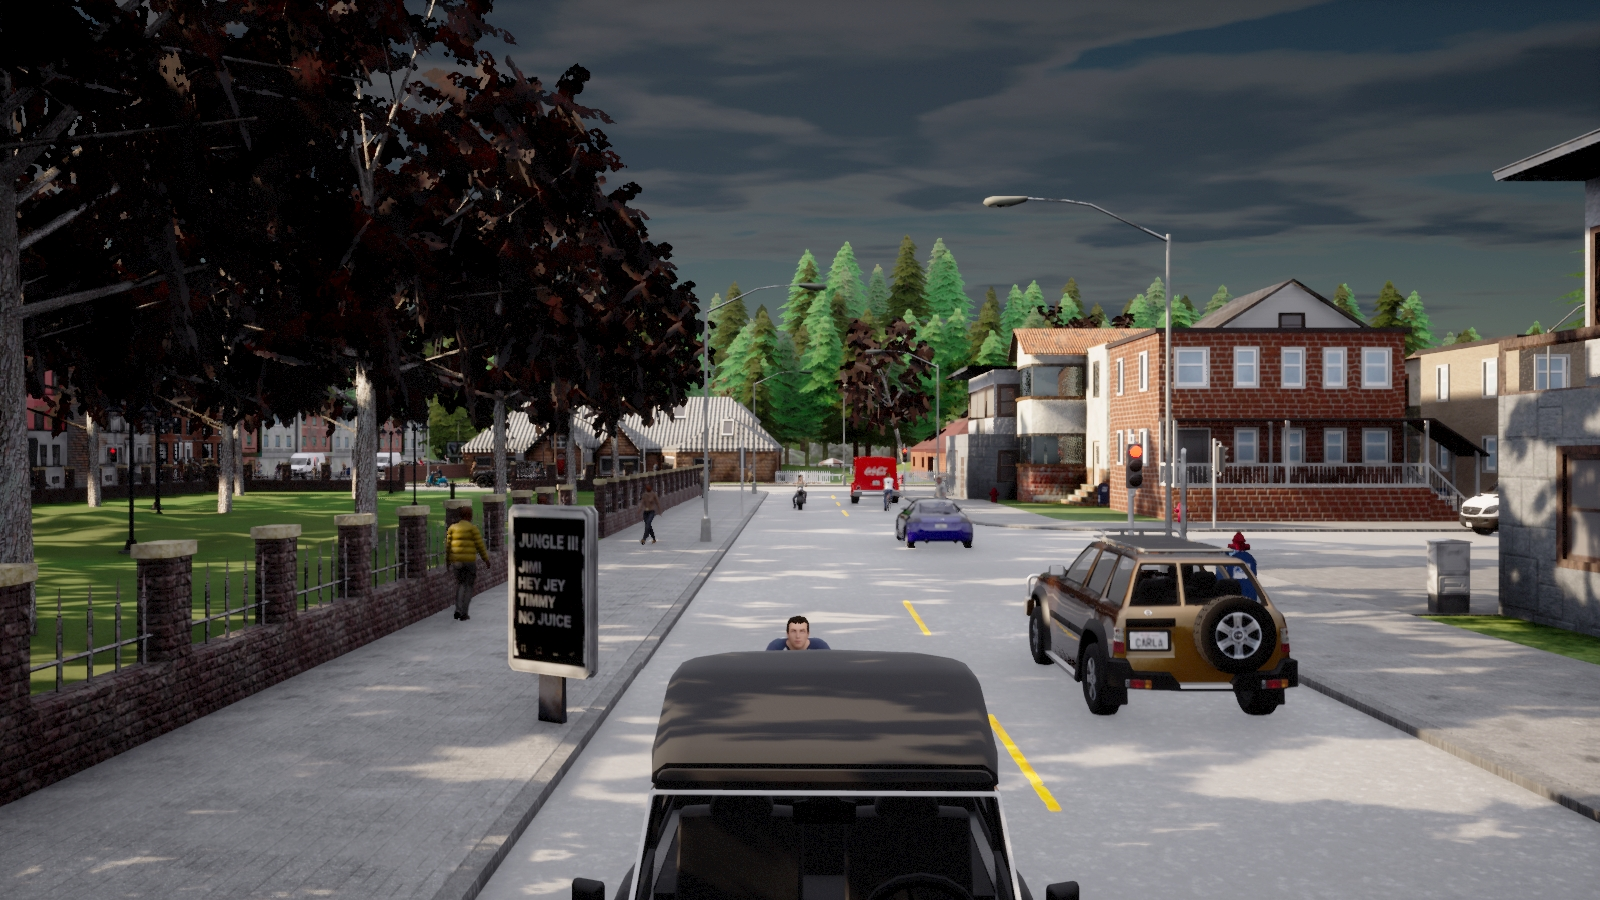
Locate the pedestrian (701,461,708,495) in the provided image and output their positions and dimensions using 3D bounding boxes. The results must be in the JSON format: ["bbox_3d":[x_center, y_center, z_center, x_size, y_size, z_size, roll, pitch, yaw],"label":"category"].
[{"bbox_3d":[-5.261,1.550,62.925,0.375,1.860,0.375,0,0,4],"label":"pedestrian"}]

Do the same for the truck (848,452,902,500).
[{"bbox_3d":[3.969,1.372,61.570,2.627,2.467,5.204,0,0,1],"label":"truck"}]

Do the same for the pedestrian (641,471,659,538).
[{"bbox_3d":[-4.247,1.538,32.307,0.375,1.860,0.375,0,0,15],"label":"pedestrian"}]

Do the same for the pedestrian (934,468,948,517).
[{"bbox_3d":[5.449,1.646,44.229,0.375,1.860,0.375,0,0,-39],"label":"pedestrian"}]

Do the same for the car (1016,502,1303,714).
[{"bbox_3d":[3.945,1.650,13.460,1.932,1.855,4.605,0,0,0],"label":"car"}]

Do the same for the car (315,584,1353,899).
[{"bbox_3d":[0.090,1.640,4.031,1.905,1.878,3.866,0,0,1],"label":"car"}]

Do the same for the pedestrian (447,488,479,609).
[{"bbox_3d":[-5.269,1.532,17.883,0.375,1.860,0.375,0,0,4],"label":"pedestrian"}]

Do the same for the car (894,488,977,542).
[{"bbox_3d":[4.003,1.912,34.419,1.994,1.385,4.181,0,0,0],"label":"car"}]

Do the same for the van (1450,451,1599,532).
[{"bbox_3d":[24.712,1.329,37.232,5.915,2.561,1.988,0,0,0],"label":"van"}]
